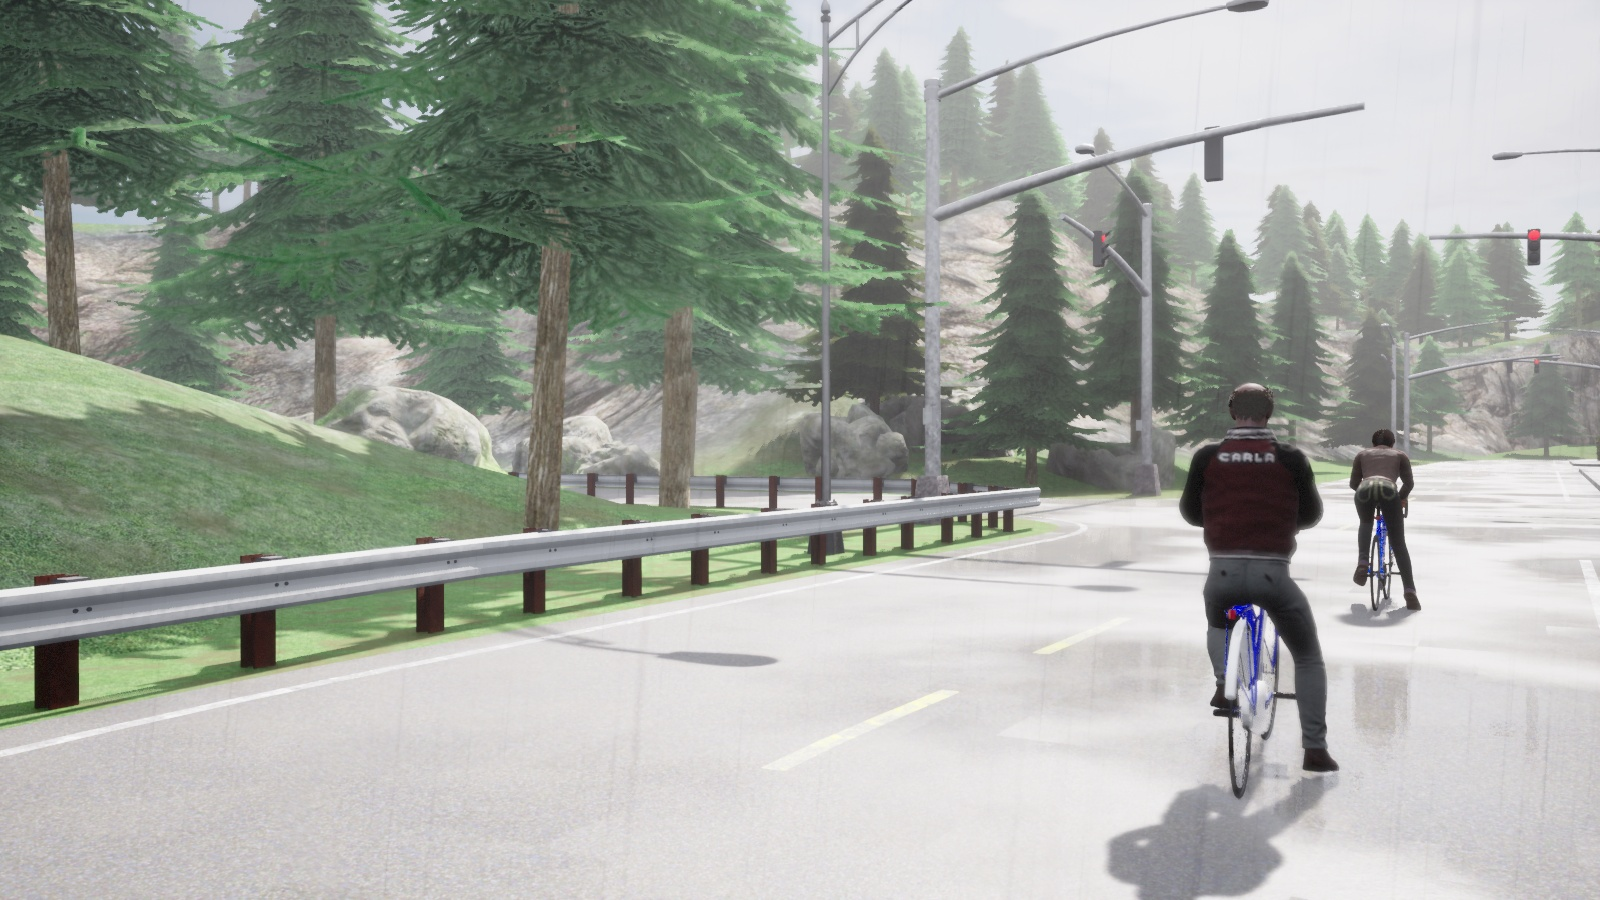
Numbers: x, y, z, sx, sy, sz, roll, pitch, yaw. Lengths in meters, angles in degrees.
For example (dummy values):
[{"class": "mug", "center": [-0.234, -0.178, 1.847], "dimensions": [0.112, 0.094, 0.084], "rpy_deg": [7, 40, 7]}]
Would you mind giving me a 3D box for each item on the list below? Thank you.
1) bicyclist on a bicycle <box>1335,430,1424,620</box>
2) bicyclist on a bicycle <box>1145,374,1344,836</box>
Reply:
[{"class": "bicyclist on a bicycle", "center": [5.347, 0.638, 11.548], "dimensions": [0.582, 1.620, 1.656], "rpy_deg": [0, 0, 30]}, {"class": "bicyclist on a bicycle", "center": [2.104, 0.586, 5.788], "dimensions": [0.659, 1.776, 1.843], "rpy_deg": [0, 1, 26]}]
